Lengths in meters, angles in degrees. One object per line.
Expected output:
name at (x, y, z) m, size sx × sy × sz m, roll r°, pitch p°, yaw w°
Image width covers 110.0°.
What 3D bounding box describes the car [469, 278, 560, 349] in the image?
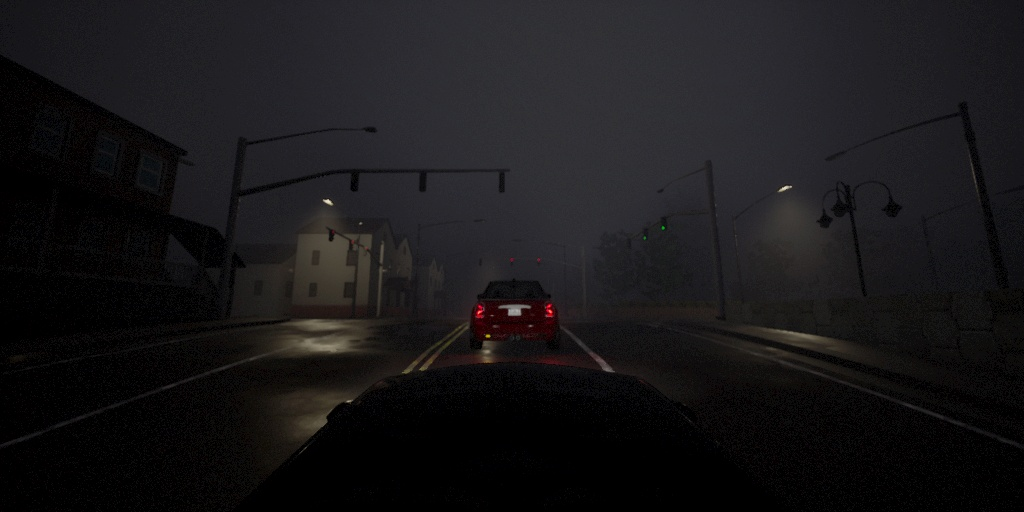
car at (0.060, 1.445, 10.125) m, size 2.097 × 1.767 × 4.553 m, roll -1°, pitch -5°, yaw 0°
